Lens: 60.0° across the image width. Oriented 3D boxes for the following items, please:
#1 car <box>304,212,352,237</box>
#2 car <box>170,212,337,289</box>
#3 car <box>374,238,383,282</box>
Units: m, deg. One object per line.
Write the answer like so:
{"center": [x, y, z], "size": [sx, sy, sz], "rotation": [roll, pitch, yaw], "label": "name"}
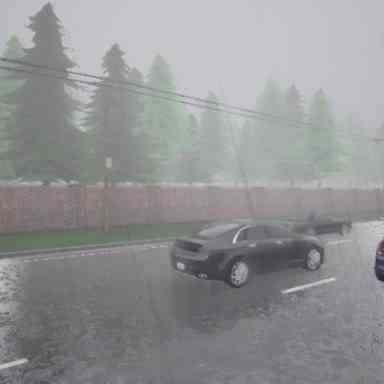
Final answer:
{"center": [5.954, 1.621, 16.577], "size": [4.718, 1.301, 1.895], "rotation": [0, 0, -35], "label": "car"}
{"center": [1.720, 1.514, 9.268], "size": [4.892, 1.490, 1.837], "rotation": [0, 0, -35], "label": "car"}
{"center": [6.689, 1.367, 8.507], "size": [4.553, 1.767, 2.097], "rotation": [0, 0, -35], "label": "car"}
